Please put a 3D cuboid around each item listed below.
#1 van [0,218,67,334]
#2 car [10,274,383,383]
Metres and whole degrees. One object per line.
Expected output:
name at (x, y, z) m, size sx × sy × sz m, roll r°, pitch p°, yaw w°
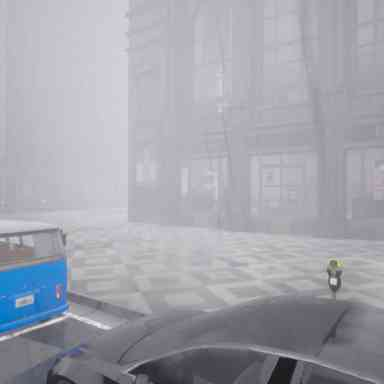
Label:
van at (-3.922, 1.340, 5.882) m, size 3.998 × 1.788 × 1.690 m, roll 0°, pitch 0°, yaw 36°
car at (0.671, 1.566, 2.594) m, size 4.313 × 1.339 × 1.947 m, roll 0°, pitch 0°, yaw 36°
